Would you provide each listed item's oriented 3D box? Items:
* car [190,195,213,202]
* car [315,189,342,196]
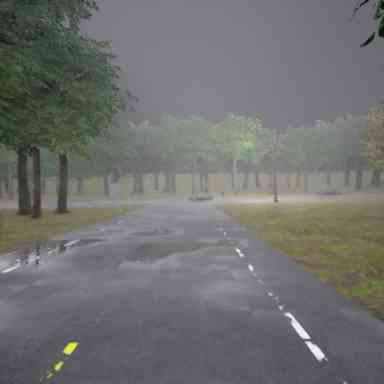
[{"bbox_3d":[1.876,1.319,66.015,4.718,1.301,1.895,-1,2,-1],"label":"car"},{"bbox_3d":[29.865,0.163,72.974,5.357,1.411,2.033,-2,3,0],"label":"car"}]
